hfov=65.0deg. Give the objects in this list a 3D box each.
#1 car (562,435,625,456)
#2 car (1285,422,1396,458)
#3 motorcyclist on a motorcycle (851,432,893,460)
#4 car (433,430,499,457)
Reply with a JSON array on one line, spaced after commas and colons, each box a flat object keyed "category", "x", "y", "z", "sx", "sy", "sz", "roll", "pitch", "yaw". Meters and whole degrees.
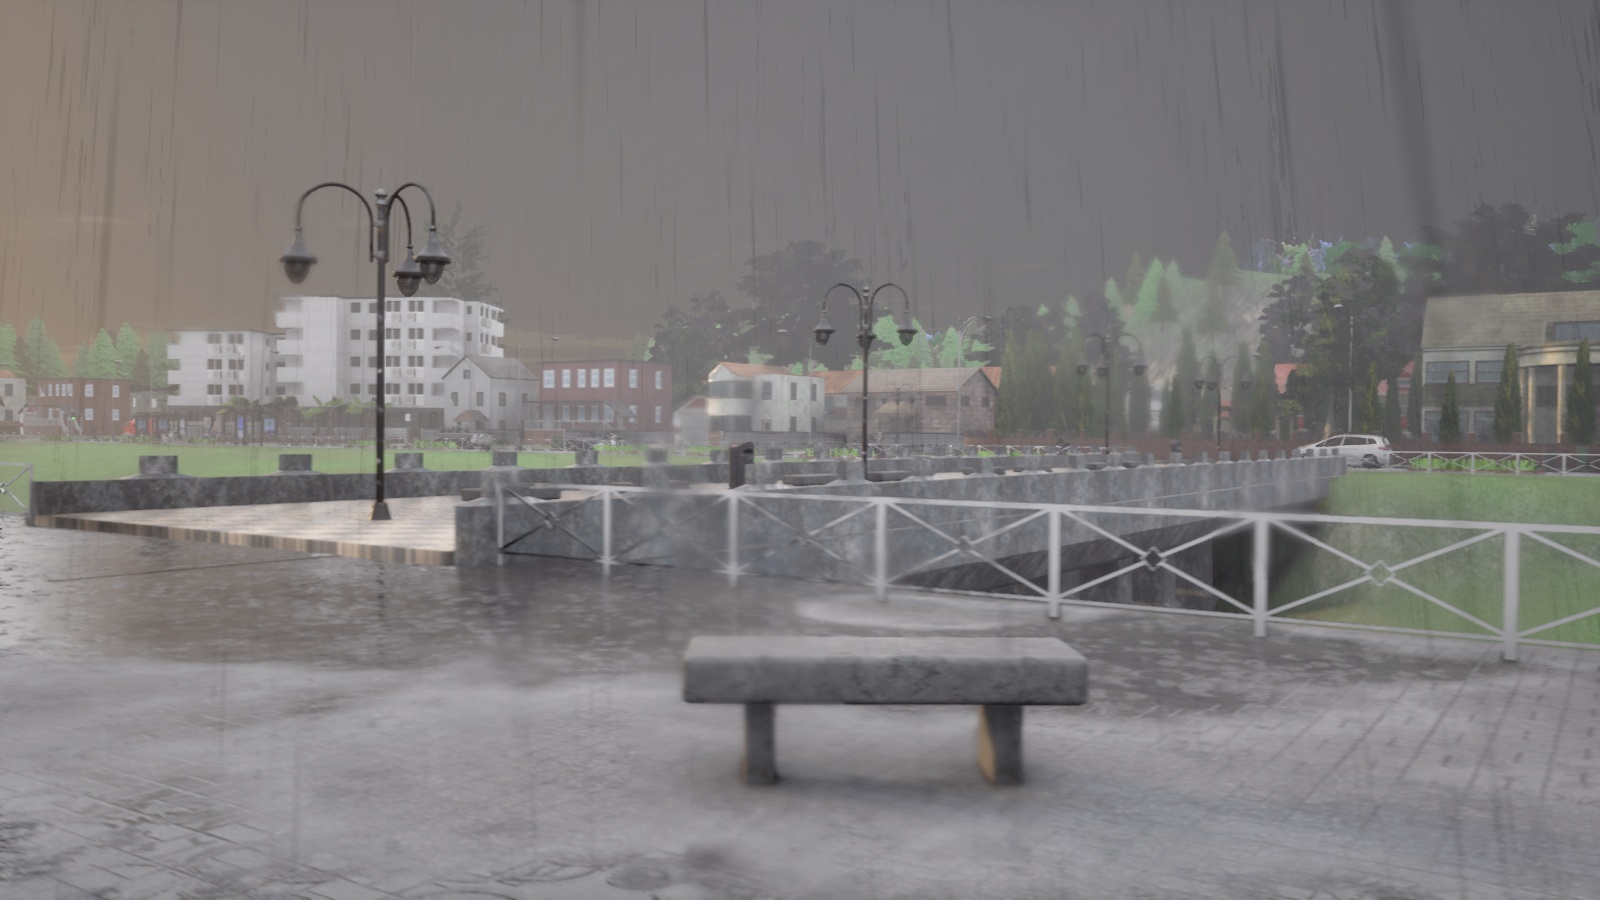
[{"category": "car", "x": -14.476, "y": -0.323, "z": 87.895, "sx": 4.193, "sy": 1.474, "sz": 1.816, "roll": 0, "pitch": 1, "yaw": 34}, {"category": "car", "x": 26.189, "y": -0.492, "z": 60.862, "sx": 4.611, "sy": 1.667, "sz": 2.242, "roll": 0, "pitch": 1, "yaw": 34}, {"category": "motorcyclist on a motorcycle", "x": 4.059, "y": -0.236, "z": 70.772, "sx": 2.191, "sy": 1.530, "sz": 0.866, "roll": 0, "pitch": 1, "yaw": 34}, {"category": "car", "x": -23.777, "y": -0.455, "z": 89.270, "sx": 4.605, "sy": 1.855, "sz": 1.932, "roll": 0, "pitch": 1, "yaw": 34}]
